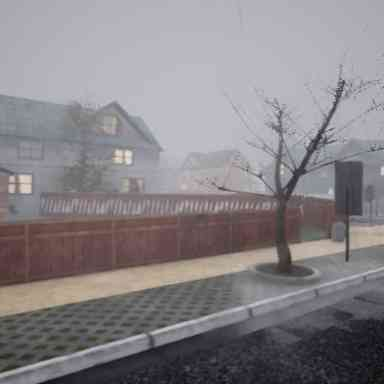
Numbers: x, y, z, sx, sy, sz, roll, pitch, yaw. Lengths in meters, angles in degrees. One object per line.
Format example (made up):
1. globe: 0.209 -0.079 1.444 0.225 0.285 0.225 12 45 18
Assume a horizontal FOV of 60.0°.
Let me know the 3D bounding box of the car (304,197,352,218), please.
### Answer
1. car: 8.928 1.130 23.903 1.882 1.535 5.008 1 1 -35
